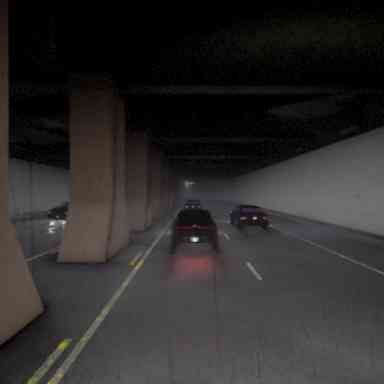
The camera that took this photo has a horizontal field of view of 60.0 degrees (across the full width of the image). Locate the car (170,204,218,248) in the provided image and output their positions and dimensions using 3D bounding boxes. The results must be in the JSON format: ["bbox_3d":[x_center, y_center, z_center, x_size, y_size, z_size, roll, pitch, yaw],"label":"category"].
[{"bbox_3d":[0.104,1.507,14.726,1.837,1.490,4.892,0,0,0],"label":"car"}]

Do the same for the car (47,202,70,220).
[{"bbox_3d":[-10.592,1.551,28.865,2.033,1.411,5.357,0,0,0],"label":"car"}]

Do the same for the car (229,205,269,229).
[{"bbox_3d":[3.605,1.550,21.626,2.033,1.411,5.357,0,0,0],"label":"car"}]

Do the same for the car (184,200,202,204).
[{"bbox_3d":[0.109,1.552,36.633,2.033,1.411,5.357,0,0,0],"label":"car"}]
